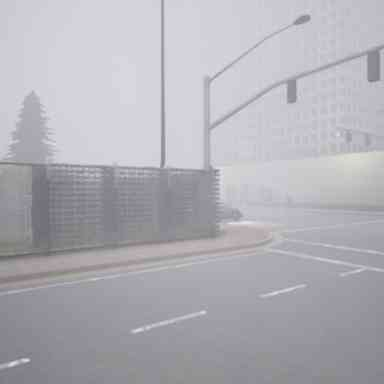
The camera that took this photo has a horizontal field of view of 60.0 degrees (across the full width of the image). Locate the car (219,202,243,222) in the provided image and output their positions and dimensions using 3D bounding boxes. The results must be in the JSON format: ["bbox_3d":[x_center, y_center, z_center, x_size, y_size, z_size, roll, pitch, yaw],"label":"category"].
[{"bbox_3d":[1.955,1.451,25.581,1.994,1.385,4.181,0,0,-35],"label":"car"}]

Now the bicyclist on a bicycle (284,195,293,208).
[{"bbox_3d":[11.360,1.134,39.078,1.656,1.620,0.582,-1,0,-35],"label":"bicyclist on a bicycle"}]
